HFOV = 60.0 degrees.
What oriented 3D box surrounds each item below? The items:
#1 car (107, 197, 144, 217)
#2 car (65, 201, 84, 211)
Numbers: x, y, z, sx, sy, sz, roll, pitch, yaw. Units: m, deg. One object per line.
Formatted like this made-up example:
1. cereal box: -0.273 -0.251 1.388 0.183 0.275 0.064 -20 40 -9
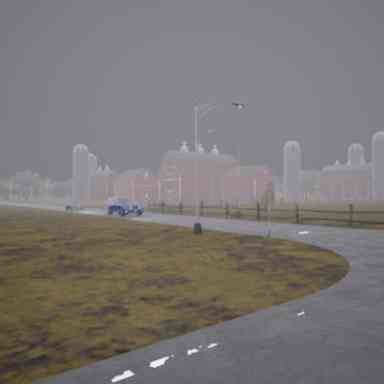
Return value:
1. car: -7.214 1.524 35.333 2.150 2.045 5.566 -1 0 -35
2. car: -17.919 2.093 50.492 2.128 1.511 4.902 -1 0 -36
